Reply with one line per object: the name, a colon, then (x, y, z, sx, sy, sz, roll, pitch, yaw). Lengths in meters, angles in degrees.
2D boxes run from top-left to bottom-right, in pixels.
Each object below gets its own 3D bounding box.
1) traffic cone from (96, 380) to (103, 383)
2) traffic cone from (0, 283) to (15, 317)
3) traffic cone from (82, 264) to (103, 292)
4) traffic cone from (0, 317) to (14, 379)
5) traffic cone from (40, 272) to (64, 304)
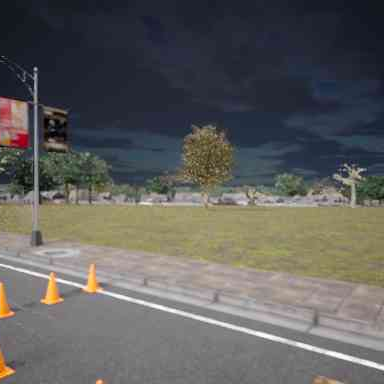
traffic cone: (-0.815, 1.958, 2.929, 0.340, 0.580, 0.340, 0, 0, 36)
traffic cone: (-3.478, 1.957, 6.077, 0.340, 0.580, 0.340, 0, 0, 36)
traffic cone: (-2.310, 1.960, 7.701, 0.340, 0.580, 0.340, 0, 0, 36)
traffic cone: (-2.438, 1.956, 4.097, 0.340, 0.580, 0.340, 0, 0, 36)
traffic cone: (-2.894, 1.958, 6.889, 0.340, 0.580, 0.340, 0, 0, 36)
